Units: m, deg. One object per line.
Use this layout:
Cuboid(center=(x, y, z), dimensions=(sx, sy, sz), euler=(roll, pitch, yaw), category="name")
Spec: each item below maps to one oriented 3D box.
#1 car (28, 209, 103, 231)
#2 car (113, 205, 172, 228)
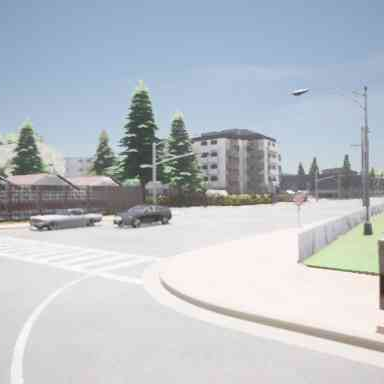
Cuboid(center=(-8.686, 1.865, 23.092), dimensions=(1.895, 1.301, 4.718), euler=(-1, -1, 38), category="car")
Cuboid(center=(-3.488, 1.708, 24.093), dimensions=(2.128, 1.511, 4.902), euler=(-1, -1, 38), category="car")
